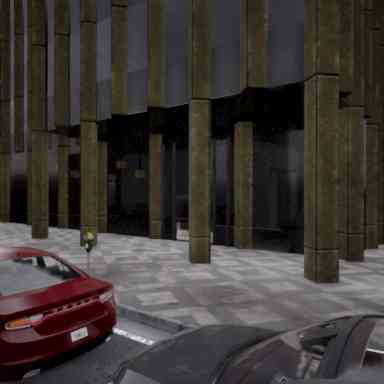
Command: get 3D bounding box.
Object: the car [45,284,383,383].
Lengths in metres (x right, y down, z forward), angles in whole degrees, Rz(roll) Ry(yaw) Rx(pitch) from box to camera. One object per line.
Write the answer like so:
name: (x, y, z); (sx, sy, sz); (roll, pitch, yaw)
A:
car: (1.275, 1.551, 2.051); (4.403, 1.369, 2.008); (0, 0, 36)

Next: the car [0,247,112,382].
car: (-3.137, 1.544, 5.230); (4.507, 1.381, 1.887); (0, 0, 36)
